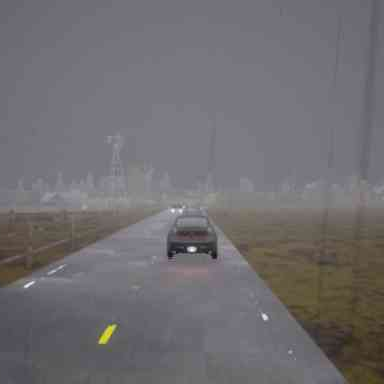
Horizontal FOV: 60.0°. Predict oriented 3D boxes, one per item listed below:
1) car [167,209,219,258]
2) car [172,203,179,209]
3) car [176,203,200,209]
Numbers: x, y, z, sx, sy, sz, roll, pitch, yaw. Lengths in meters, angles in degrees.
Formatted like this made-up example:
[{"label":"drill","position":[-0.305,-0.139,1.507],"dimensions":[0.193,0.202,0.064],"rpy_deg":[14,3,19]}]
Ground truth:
[{"label":"car","position":[0.020,1.666,13.517],"dimensions":[1.837,1.490,4.892],"rpy_deg":[0,0,0]},{"label":"car","position":[-2.763,2.692,63.841],"dimensions":[1.895,1.301,4.718],"rpy_deg":[0,-1,0]},{"label":"car","position":[0.008,1.895,27.551],"dimensions":[2.033,1.411,5.357],"rpy_deg":[0,-1,0]}]
